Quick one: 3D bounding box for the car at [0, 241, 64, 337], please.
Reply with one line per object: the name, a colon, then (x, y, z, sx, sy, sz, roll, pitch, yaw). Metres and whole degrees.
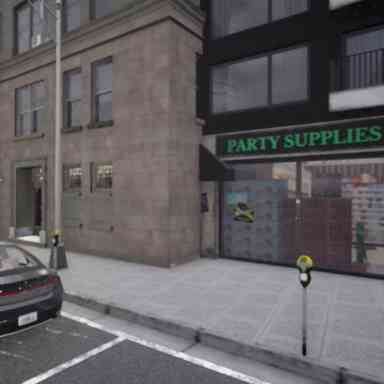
car: (-4.101, 1.553, 5.953, 4.403, 1.369, 2.008, 0, 0, 35)
